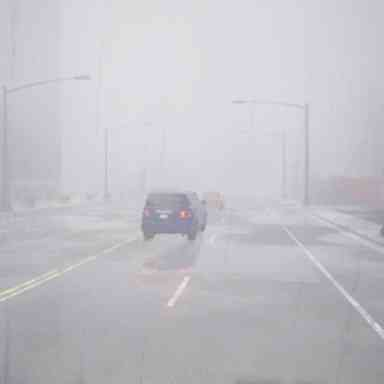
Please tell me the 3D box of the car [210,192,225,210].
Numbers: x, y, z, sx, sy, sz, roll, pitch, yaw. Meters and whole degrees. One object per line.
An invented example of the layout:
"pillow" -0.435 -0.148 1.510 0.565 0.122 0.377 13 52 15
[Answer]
"car" 2.054 0.750 32.063 2.097 1.767 4.553 0 1 9

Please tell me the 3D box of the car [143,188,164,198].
"car" -5.707 0.112 50.549 1.882 1.535 5.008 0 1 9

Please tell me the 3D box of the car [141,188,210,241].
"car" -0.643 0.975 15.307 2.150 2.045 5.566 0 1 9
